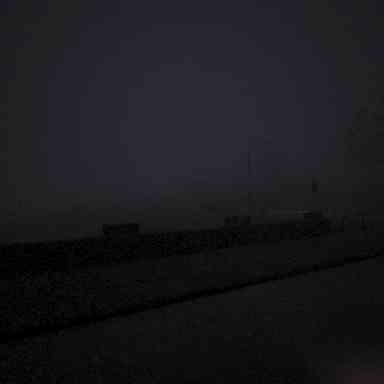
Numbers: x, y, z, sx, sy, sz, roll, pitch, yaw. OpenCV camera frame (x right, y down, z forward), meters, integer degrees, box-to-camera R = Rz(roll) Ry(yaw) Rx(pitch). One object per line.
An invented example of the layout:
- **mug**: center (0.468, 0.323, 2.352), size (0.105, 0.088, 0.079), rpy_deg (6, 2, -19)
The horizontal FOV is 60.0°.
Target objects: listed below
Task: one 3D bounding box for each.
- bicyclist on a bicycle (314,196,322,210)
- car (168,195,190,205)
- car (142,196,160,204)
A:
- **bicyclist on a bicycle**: center (15.178, 1.349, 40.088), size (1.656, 1.620, 0.582), rpy_deg (0, 0, -35)
- **car**: center (-2.311, 1.352, 57.291), size (2.097, 1.767, 4.553), rpy_deg (0, 0, -35)
- **car**: center (-8.183, 1.478, 65.443), size (1.882, 1.535, 5.008), rpy_deg (0, 0, -35)
